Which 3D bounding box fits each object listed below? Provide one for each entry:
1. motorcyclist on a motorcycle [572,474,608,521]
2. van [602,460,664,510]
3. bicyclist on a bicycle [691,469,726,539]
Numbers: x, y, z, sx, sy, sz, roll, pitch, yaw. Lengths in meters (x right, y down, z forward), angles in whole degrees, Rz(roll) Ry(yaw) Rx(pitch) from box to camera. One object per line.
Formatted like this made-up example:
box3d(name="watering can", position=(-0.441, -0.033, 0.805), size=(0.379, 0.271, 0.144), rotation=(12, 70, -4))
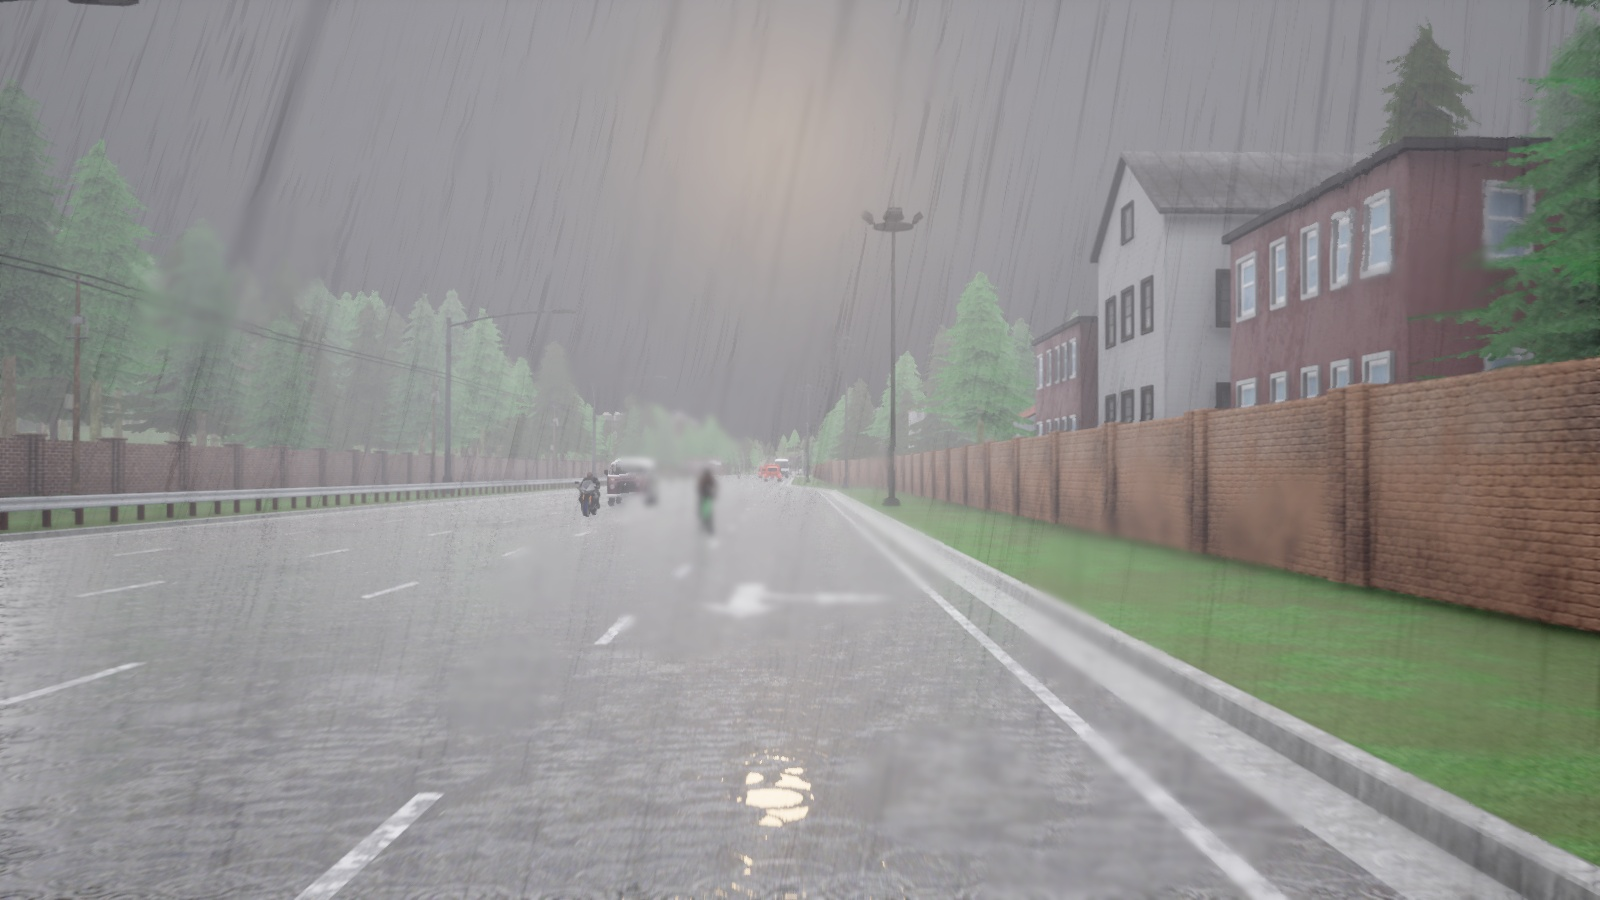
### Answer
box3d(name="motorcyclist on a motorcycle", position=(-7.104, 1.591, 42.567), size=(0.866, 1.530, 2.191), rotation=(0, -1, 0))
box3d(name="van", position=(-7.133, 1.470, 53.959), size=(2.069, 2.038, 4.480), rotation=(0, -1, 0))
box3d(name="bicyclist on a bicycle", position=(-2.231, 1.285, 30.360), size=(0.582, 1.620, 1.656), rotation=(0, -1, -14))
